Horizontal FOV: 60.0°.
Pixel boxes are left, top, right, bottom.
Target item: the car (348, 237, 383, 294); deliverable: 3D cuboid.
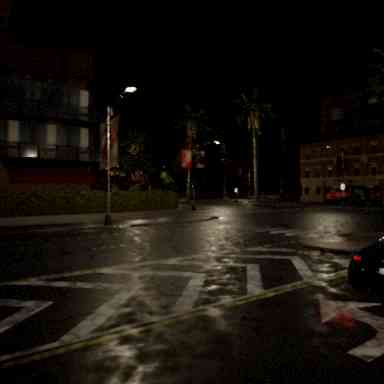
[{"bbox_3d":[5.468,1.541,7.667,4.181,1.385,1.994,0,0,-35],"label":"car"}]
